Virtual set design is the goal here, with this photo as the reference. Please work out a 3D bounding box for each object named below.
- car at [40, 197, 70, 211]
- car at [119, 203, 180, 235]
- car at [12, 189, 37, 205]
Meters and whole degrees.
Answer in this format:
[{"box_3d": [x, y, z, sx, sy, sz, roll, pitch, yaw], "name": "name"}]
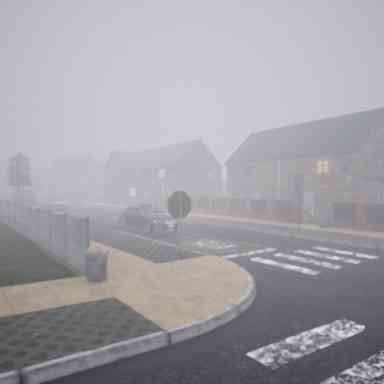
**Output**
[{"box_3d": [-14.111, 1.207, 34.207, 1.812, 1.442, 4.674, -1, 1, -38], "name": "car"}, {"box_3d": [-2.498, 1.427, 18.811, 2.128, 1.511, 4.902, -1, 1, -36], "name": "car"}, {"box_3d": [-22.541, 0.678, 44.584, 2.150, 2.045, 5.566, -1, 1, -40], "name": "car"}]
